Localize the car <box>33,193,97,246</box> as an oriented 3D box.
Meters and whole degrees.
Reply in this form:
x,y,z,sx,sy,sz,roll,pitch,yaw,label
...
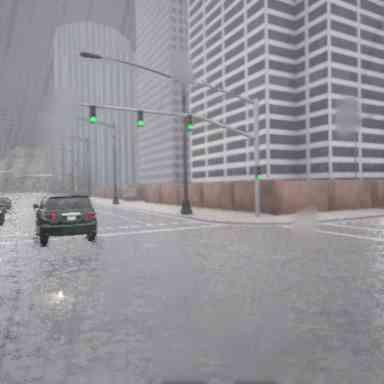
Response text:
x,y,z,sx,sy,sz,roll,pitch,yaw,label
-5.817,1.077,15.035,2.150,2.045,5.566,-2,1,-27,car

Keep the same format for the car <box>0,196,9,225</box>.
x,y,z,sx,sy,sz,roll,pitch,yaw,label
-13.769,1.238,22.324,2.097,1.767,4.553,-2,1,-27,car

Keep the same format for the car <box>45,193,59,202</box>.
x,y,z,sx,sy,sz,roll,pitch,yaw,label
-25.158,0.999,59.565,1.837,1.490,4.892,-2,1,-27,car

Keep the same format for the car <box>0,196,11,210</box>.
x,y,z,sx,sy,sz,roll,pitch,yaw,label
-22.886,1.274,40.045,1.837,1.490,4.892,-2,1,-27,car

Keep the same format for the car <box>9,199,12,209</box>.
x,y,z,sx,sy,sz,roll,pitch,yaw,label
-18.185,1.377,30.875,2.033,1.411,5.357,-2,1,-27,car
